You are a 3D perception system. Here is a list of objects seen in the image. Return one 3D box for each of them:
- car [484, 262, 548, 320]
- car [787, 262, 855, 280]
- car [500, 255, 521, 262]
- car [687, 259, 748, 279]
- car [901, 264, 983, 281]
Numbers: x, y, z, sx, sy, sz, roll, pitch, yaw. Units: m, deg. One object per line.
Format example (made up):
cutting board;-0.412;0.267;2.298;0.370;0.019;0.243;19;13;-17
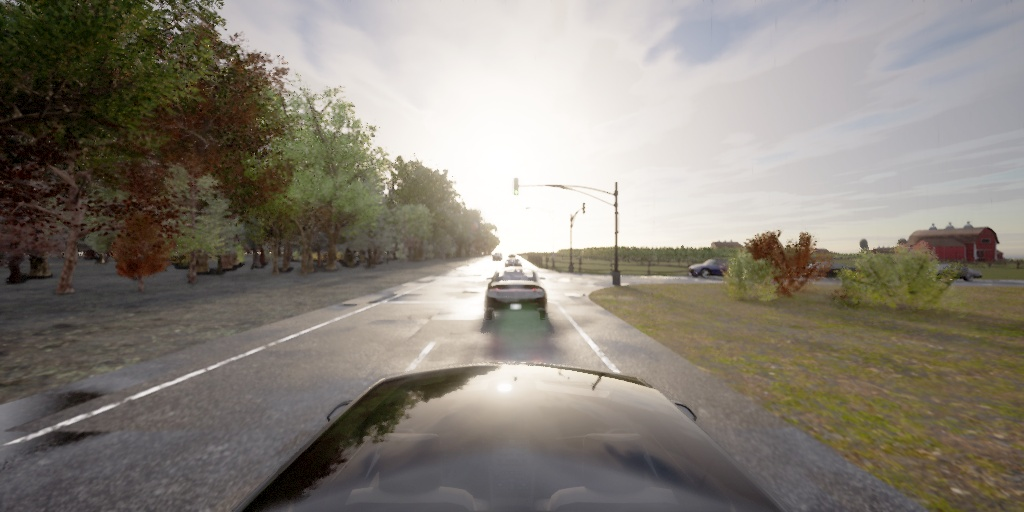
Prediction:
car;0.130;1.128;12.083;2.128;1.511;4.902;0;1;1
car;26.713;1.246;31.088;5.008;1.535;1.882;1;0;0
car;0.111;0.906;37.254;2.033;1.411;5.357;0;1;0
car;17.744;1.022;31.171;4.553;1.767;2.097;1;0;1
car;37.154;1.431;31.038;5.357;1.411;2.033;1;0;0
